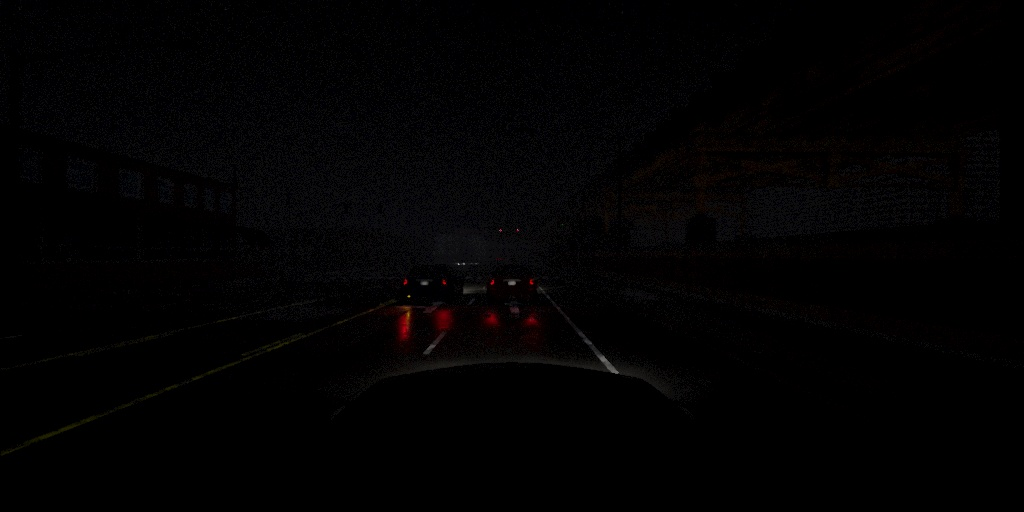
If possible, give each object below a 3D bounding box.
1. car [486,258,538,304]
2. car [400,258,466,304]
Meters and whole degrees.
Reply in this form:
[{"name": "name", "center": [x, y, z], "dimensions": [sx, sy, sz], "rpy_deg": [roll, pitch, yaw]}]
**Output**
[{"name": "car", "center": [0.000, 1.114, 16.470], "dimensions": [2.097, 1.767, 4.553], "rpy_deg": [0, 0, 0]}, {"name": "car", "center": [-3.500, 1.114, 16.470], "dimensions": [2.097, 1.767, 4.553], "rpy_deg": [0, 0, 0]}]
